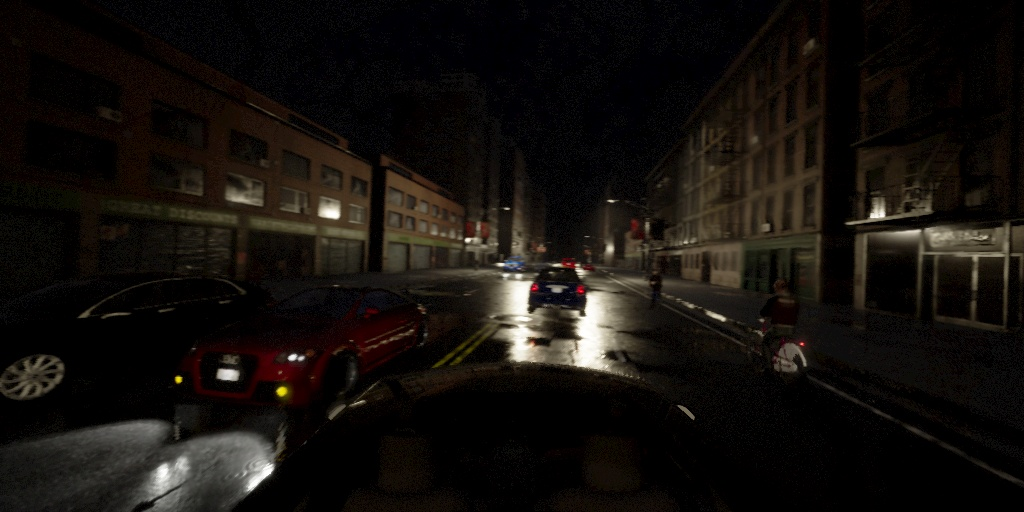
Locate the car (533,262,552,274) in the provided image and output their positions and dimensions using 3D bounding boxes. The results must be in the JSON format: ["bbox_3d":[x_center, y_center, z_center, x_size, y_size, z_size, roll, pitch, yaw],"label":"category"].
[{"bbox_3d":[4.227,1.566,49.016,2.033,1.411,5.357,2,0,10],"label":"car"}]

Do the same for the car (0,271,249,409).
[{"bbox_3d":[-6.319,1.034,5.878,1.837,1.490,4.892,2,0,10],"label":"car"}]

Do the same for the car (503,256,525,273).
[{"bbox_3d":[0.390,1.092,45.777,2.150,2.045,5.566,2,0,10],"label":"car"}]

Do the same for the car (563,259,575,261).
[{"bbox_3d":[8.890,1.424,56.020,2.150,2.045,5.566,2,0,10],"label":"car"}]

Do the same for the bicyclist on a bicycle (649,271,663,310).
[{"bbox_3d":[6.167,1.468,15.406,0.582,1.620,1.656,2,0,10],"label":"bicyclist on a bicycle"}]

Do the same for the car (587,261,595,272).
[{"bbox_3d":[13.017,1.929,61.180,1.994,1.385,4.181,2,0,10],"label":"car"}]

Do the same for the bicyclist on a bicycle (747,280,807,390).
[{"bbox_3d":[4.661,1.306,6.404,0.659,1.776,1.843,2,0,10],"label":"bicyclist on a bicycle"}]

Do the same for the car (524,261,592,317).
[{"bbox_3d":[1.884,1.206,14.277,2.097,1.767,4.553,2,0,10],"label":"car"}]

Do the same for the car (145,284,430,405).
[{"bbox_3d":[-2.983,1.217,6.147,1.994,1.385,4.181,2,0,10],"label":"car"}]
